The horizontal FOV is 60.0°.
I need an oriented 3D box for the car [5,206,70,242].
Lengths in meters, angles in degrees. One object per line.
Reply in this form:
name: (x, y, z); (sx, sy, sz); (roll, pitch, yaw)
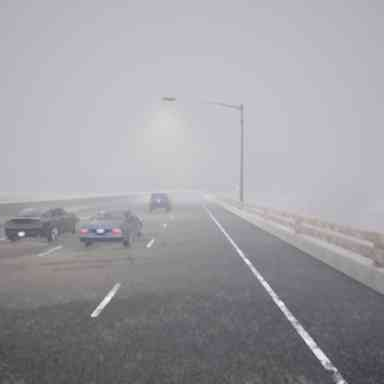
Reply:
car: (-6.900, 1.434, 15.872); (1.837, 1.490, 4.892); (0, 0, 0)

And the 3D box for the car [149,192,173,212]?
car: (-3.399, 1.055, 36.598); (2.150, 2.045, 5.566); (0, 0, 0)

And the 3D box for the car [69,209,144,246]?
car: (-3.401, 1.481, 14.870); (2.033, 1.411, 5.357); (0, 0, 0)
